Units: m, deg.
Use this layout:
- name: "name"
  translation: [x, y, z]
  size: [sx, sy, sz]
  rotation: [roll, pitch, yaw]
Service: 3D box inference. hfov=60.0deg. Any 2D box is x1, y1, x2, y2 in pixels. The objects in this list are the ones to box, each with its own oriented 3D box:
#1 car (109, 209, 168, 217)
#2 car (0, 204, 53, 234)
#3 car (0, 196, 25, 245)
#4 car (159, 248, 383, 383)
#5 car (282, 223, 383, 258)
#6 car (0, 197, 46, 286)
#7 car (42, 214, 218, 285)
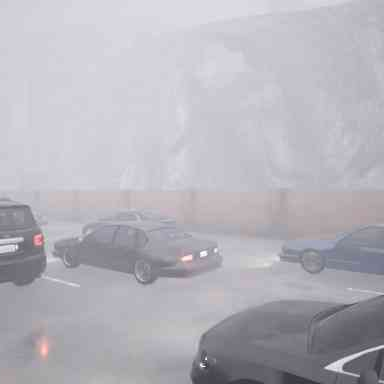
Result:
- name: "car"
  translation: [-2.785, 1.505, 14.555]
  size: [4.892, 1.490, 1.837]
  rotation: [0, 0, 35]
- name: "car"
  translation: [-11.014, 1.547, 20.405]
  size: [5.357, 1.411, 2.033]
  rotation: [0, 0, 35]
- name: "car"
  translation: [-10.357, 1.221, 15.633]
  size: [5.566, 2.045, 2.150]
  rotation: [0, 0, 36]
- name: "car"
  translation: [2.247, 1.505, 2.445]
  size: [4.892, 1.490, 1.837]
  rotation: [0, 0, 35]
- name: "car"
  translation: [5.160, 1.547, 8.916]
  size: [5.357, 1.411, 2.033]
  rotation: [0, 0, 35]
- name: "car"
  translation: [-5.865, 1.221, 8.155]
  size: [5.566, 2.045, 2.150]
  rotation: [0, 0, 35]
- name: "car"
  translation: [-1.762, 1.547, 9.530]
  size: [5.357, 1.411, 2.033]
  rotation: [0, 0, 35]
